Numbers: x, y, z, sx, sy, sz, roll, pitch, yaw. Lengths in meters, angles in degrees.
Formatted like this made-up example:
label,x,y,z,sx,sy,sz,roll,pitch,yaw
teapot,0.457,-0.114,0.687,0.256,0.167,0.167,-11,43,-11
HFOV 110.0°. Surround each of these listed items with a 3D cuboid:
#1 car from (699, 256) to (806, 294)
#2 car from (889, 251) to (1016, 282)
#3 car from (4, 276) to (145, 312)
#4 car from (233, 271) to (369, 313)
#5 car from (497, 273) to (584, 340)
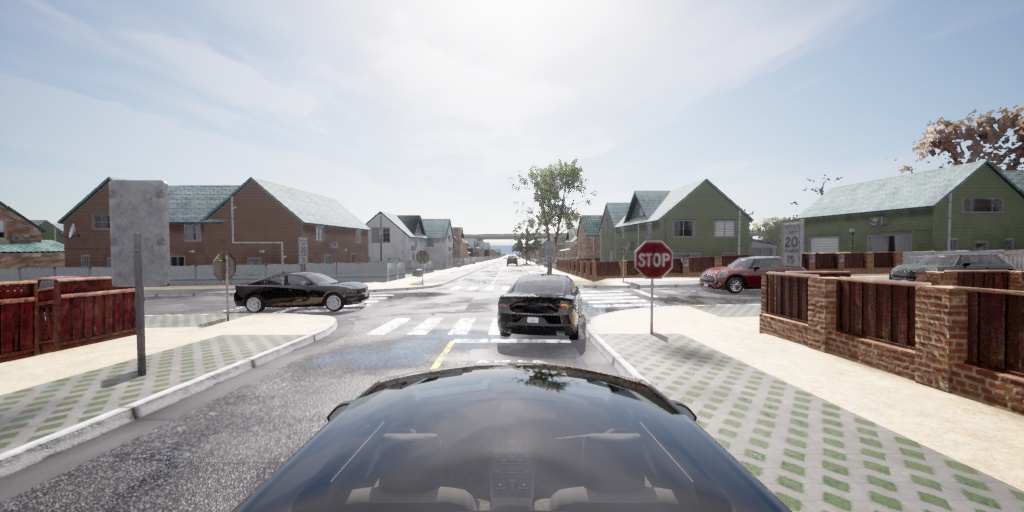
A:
label,x,y,z,sx,sy,sz,roll,pitch,yaw
car,11.816,0.820,17.718,4.553,1.767,2.097,-1,2,0
car,21.711,0.646,17.783,4.553,1.767,2.097,-1,2,0
car,-18.014,1.547,14.589,5.008,1.535,1.882,-1,2,0
car,-8.461,1.377,14.646,5.008,1.535,1.882,-1,2,0
car,0.962,1.224,10.114,1.882,1.535,5.008,0,0,12
